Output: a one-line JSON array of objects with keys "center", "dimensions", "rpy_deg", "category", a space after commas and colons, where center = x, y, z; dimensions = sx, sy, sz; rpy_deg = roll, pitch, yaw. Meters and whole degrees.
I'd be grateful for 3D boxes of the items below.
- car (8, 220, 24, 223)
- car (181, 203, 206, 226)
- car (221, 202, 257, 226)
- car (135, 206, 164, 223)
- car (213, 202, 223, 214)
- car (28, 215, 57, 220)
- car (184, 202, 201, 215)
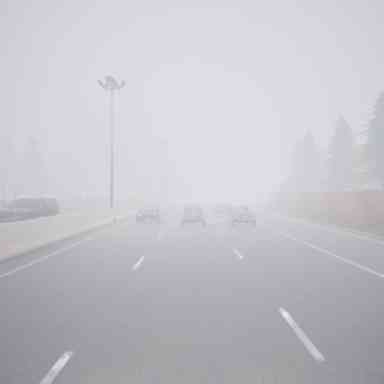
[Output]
[{"center": [-10.493, 1.702, 16.628], "dimensions": [1.994, 1.385, 4.181], "rpy_deg": [0, 0, 0], "category": "car"}, {"center": [0.111, 1.745, 25.252], "dimensions": [2.033, 1.411, 5.357], "rpy_deg": [0, 0, 0], "category": "car"}, {"center": [3.610, 1.743, 25.124], "dimensions": [2.033, 1.411, 5.357], "rpy_deg": [0, 0, 0], "category": "car"}, {"center": [-3.395, 1.817, 27.511], "dimensions": [1.895, 1.301, 4.718], "rpy_deg": [0, 0, 0], "category": "car"}, {"center": [3.628, 1.873, 39.607], "dimensions": [1.994, 1.385, 4.181], "rpy_deg": [0, 0, 1], "category": "car"}, {"center": [-10.537, 1.395, 21.757], "dimensions": [2.150, 2.045, 5.566], "rpy_deg": [0, -1, 1], "category": "car"}, {"center": [0.103, 1.904, 38.797], "dimensions": [1.895, 1.301, 4.718], "rpy_deg": [0, 0, 1], "category": "car"}]
